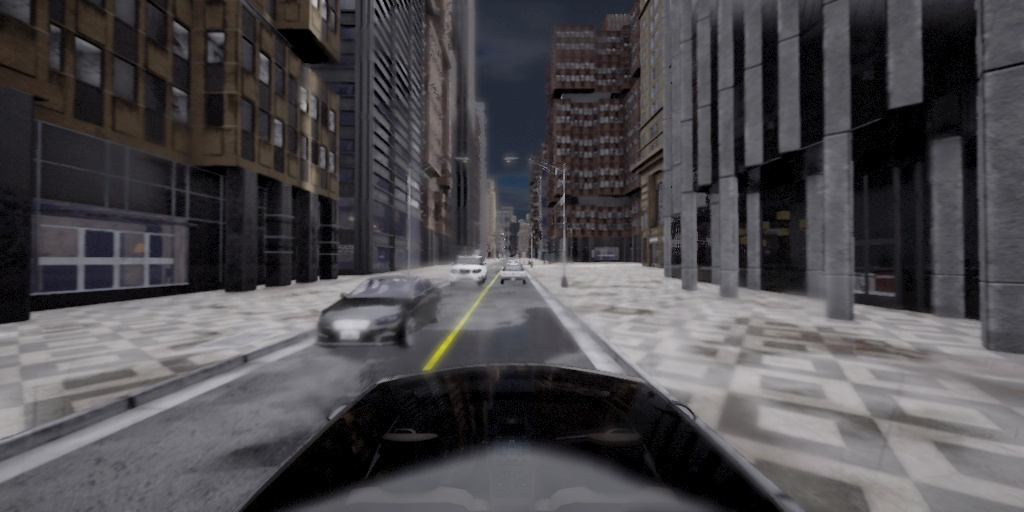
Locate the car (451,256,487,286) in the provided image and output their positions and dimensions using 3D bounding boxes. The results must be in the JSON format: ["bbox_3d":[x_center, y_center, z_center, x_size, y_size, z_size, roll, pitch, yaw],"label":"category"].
[{"bbox_3d":[-2.999,0.986,25.613,2.150,2.045,5.566,0,0,0],"label":"car"}]

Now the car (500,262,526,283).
[{"bbox_3d":[0.097,1.365,27.798,1.895,1.301,4.718,0,0,0],"label":"car"}]

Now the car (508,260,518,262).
[{"bbox_3d":[0.101,1.302,48.304,1.812,1.442,4.674,0,0,0],"label":"car"}]

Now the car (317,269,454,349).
[{"bbox_3d":[-3.065,1.247,9.260,2.128,1.511,4.902,0,0,0],"label":"car"}]
